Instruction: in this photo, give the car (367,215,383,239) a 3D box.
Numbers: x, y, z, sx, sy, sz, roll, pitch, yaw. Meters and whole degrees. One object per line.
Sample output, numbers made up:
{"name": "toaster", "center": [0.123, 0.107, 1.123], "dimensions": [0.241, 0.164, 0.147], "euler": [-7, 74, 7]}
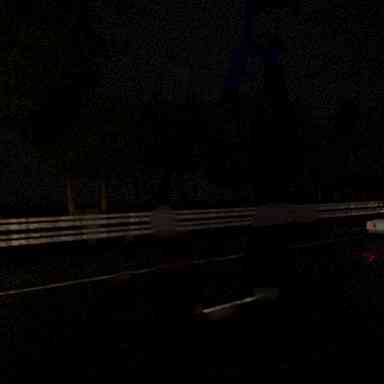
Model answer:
{"name": "car", "center": [10.079, 1.481, 15.239], "dimensions": [4.718, 1.301, 1.895], "euler": [-1, 0, -35]}
